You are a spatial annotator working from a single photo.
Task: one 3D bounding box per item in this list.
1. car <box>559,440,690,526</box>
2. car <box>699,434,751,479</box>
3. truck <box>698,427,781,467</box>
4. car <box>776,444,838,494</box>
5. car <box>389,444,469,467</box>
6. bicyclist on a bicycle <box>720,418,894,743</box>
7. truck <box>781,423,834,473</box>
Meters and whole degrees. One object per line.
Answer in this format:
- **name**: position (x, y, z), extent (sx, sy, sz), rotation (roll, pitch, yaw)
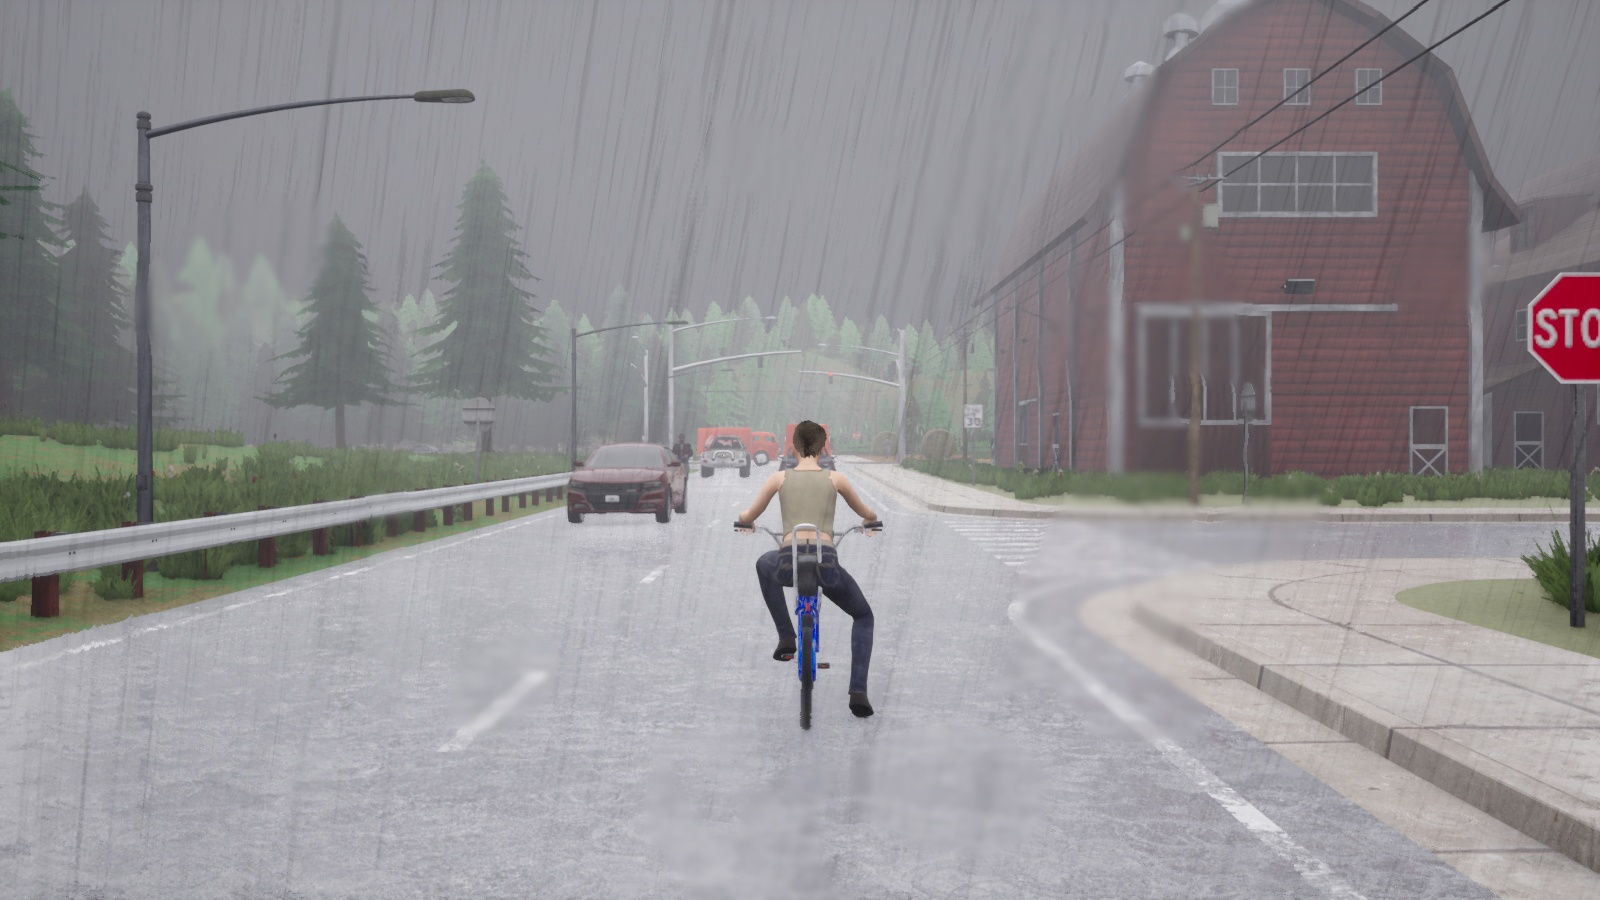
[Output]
- **car**: position (-3.345, 0.581, 24.890), extent (1.882, 1.535, 5.008), rotation (0, 0, 0)
- **car**: position (-3.180, 0.255, 54.121), extent (1.932, 1.855, 4.605), rotation (0, 0, 0)
- **truck**: position (-3.832, -0.206, 80.000), extent (5.204, 2.467, 2.627), rotation (0, 0, -1)
- **car**: position (0.230, 0.540, 38.996), extent (1.816, 1.474, 4.193), rotation (0, 0, 0)
- **car**: position (-22.570, 0.334, 76.465), extent (4.181, 1.385, 1.994), rotation (0, 0, 9)
- **bicyclist on a bicycle**: position (0.045, 0.644, 6.984), extent (0.866, 1.612, 1.509), rotation (0, 0, 1)
- **truck**: position (0.381, -0.106, 64.841), extent (2.627, 2.467, 5.204), rotation (0, 0, 0)
